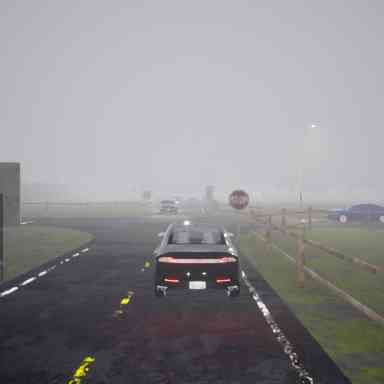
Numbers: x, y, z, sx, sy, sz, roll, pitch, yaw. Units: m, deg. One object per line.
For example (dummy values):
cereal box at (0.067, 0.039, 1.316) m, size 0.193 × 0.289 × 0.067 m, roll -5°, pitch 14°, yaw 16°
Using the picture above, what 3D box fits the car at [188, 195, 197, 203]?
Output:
car at (0.090, 1.468, 71.354) m, size 1.882 × 1.535 × 5.008 m, roll 0°, pitch 0°, yaw 0°

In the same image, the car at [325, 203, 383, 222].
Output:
car at (12.986, 1.590, 25.962) m, size 5.008 × 1.535 × 1.882 m, roll 0°, pitch 0°, yaw 0°

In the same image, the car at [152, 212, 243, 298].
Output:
car at (0.103, 1.491, 8.511) m, size 2.128 × 1.511 × 4.902 m, roll 0°, pitch 0°, yaw 0°

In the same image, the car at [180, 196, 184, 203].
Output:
car at (-2.811, 1.471, 56.196) m, size 1.882 × 1.535 × 5.008 m, roll 0°, pitch 0°, yaw 0°

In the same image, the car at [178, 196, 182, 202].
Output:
car at (-2.828, 1.596, 45.932) m, size 1.895 × 1.301 × 4.718 m, roll 0°, pitch 0°, yaw 0°

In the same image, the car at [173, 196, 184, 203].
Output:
car at (-2.746, 1.555, 67.764) m, size 1.994 × 1.385 × 4.181 m, roll 0°, pitch 0°, yaw 1°

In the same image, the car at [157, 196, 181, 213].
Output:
car at (-2.479, 1.502, 34.141) m, size 1.837 × 1.490 × 4.892 m, roll 0°, pitch 0°, yaw -5°
